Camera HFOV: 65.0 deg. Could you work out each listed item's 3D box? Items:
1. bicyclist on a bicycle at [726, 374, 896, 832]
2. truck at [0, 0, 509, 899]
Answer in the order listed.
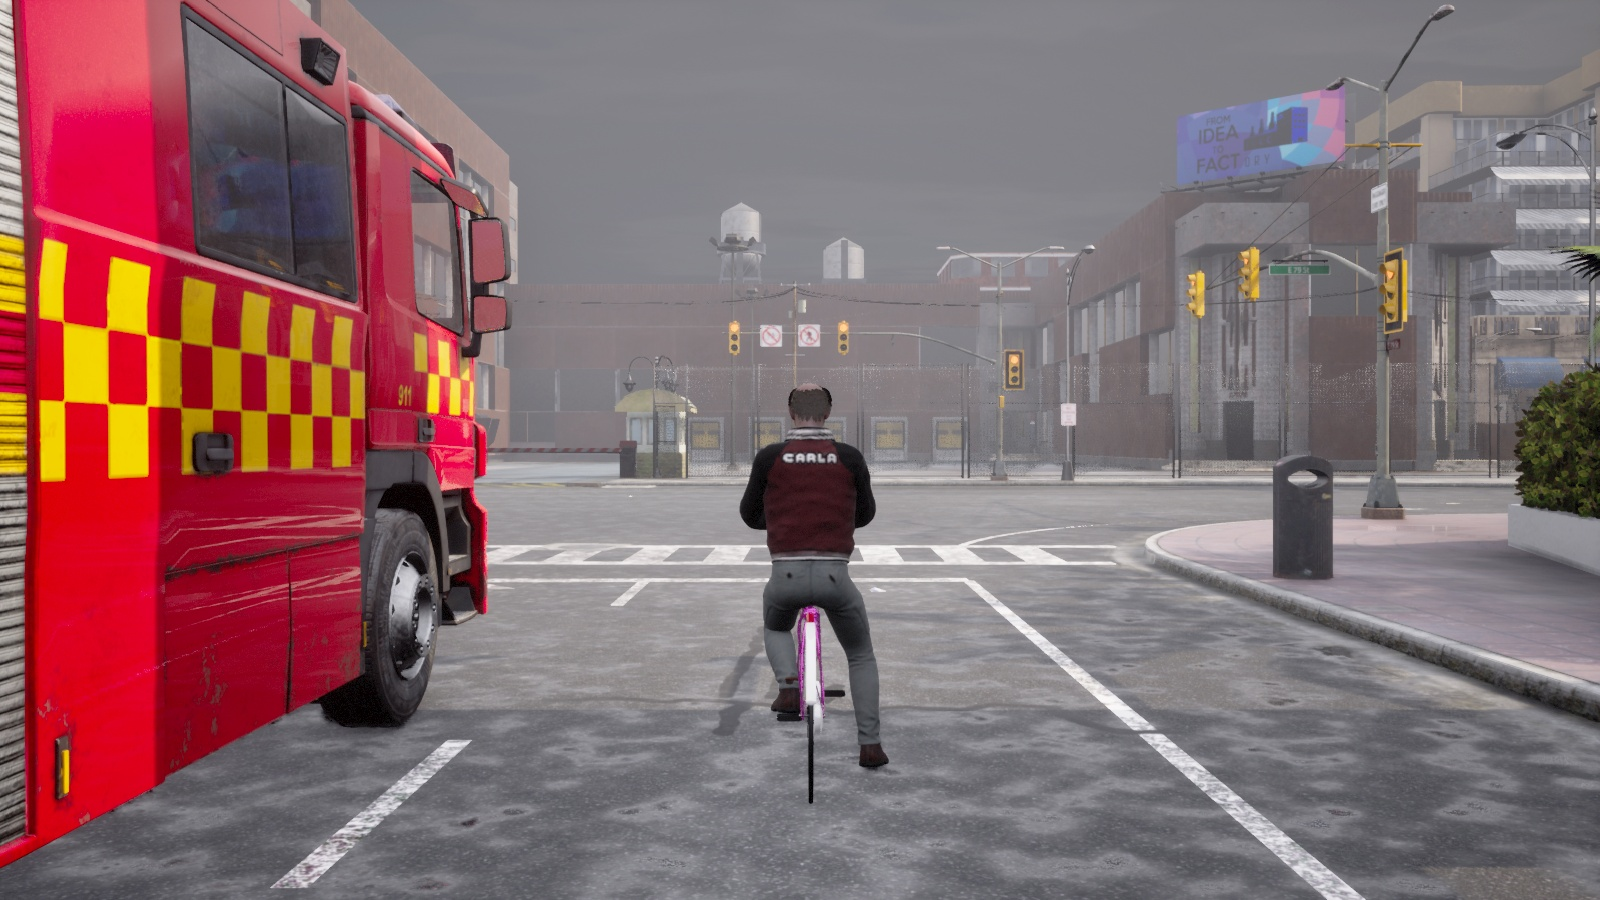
[{"bbox_3d":[0.044,0.584,5.787,0.659,1.776,1.843,0,1,0],"label":"bicyclist on a bicycle"},{"bbox_3d":[-3.466,-0.446,4.404,2.891,3.827,8.468,0,0,0],"label":"truck"}]
